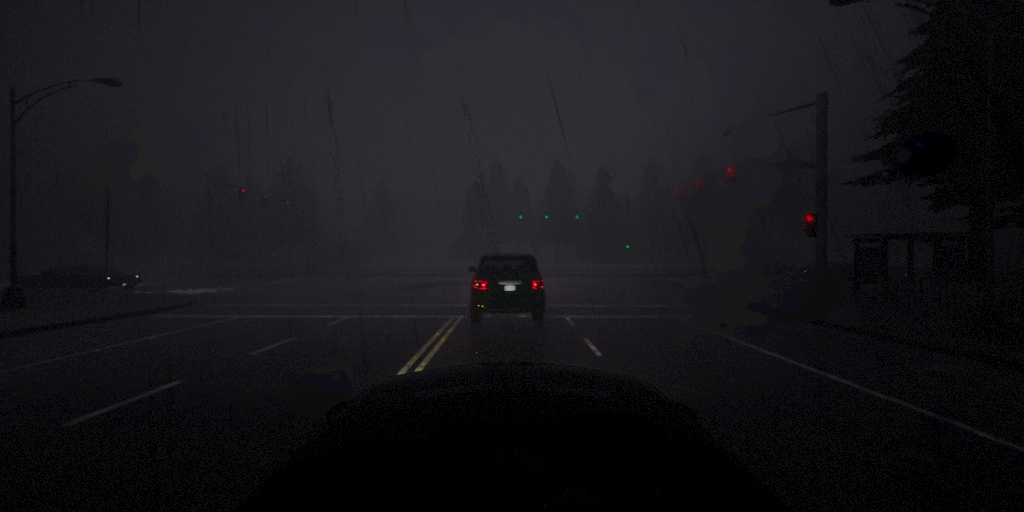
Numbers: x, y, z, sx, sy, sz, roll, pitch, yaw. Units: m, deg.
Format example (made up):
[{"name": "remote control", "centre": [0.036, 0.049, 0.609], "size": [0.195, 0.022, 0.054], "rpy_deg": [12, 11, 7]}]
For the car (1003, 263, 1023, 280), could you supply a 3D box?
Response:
[{"name": "car", "centre": [35.177, 1.101, 22.721], "size": [5.008, 1.535, 1.882], "rpy_deg": [0, 0, 3]}]

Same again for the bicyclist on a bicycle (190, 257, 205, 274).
[{"name": "bicyclist on a bicycle", "centre": [-29.746, 0.891, 33.912], "size": [0.582, 1.620, 1.656], "rpy_deg": [0, 0, 0]}]

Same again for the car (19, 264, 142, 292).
[{"name": "car", "centre": [-23.180, 1.238, 19.421], "size": [4.718, 1.301, 1.895], "rpy_deg": [0, 0, 0]}]

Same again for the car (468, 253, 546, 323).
[{"name": "car", "centre": [-0.286, 0.934, 12.178], "size": [2.150, 2.045, 5.566], "rpy_deg": [0, 0, -5]}]

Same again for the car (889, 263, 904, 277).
[{"name": "car", "centre": [30.922, 1.200, 30.008], "size": [4.718, 1.301, 1.895], "rpy_deg": [0, 0, 1]}]

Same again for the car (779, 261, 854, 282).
[{"name": "car", "centre": [23.234, 1.103, 26.575], "size": [4.902, 1.511, 2.128], "rpy_deg": [0, 0, 1]}]

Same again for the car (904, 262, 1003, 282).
[{"name": "car", "centre": [32.985, 1.158, 26.484], "size": [5.357, 1.411, 2.033], "rpy_deg": [0, 0, 1]}]

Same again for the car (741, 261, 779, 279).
[{"name": "car", "centre": [21.817, 1.125, 30.083], "size": [4.674, 1.442, 1.812], "rpy_deg": [0, 0, 0]}]
